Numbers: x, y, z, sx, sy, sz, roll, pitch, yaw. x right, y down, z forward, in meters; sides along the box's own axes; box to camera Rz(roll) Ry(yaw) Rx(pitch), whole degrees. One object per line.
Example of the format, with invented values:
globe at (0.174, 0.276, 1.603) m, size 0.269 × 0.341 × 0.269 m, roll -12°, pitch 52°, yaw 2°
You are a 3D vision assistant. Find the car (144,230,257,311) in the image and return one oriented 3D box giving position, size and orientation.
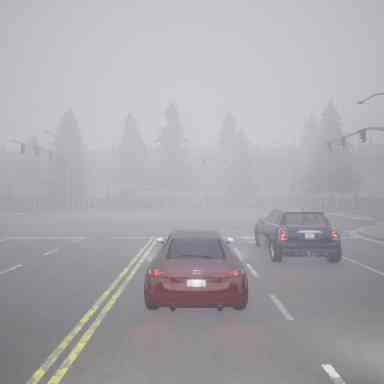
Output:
car at (0.075, 1.564, 7.826) m, size 1.994 × 1.385 × 4.181 m, roll 0°, pitch 0°, yaw 0°

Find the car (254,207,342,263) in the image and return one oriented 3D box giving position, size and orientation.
car at (3.627, 1.352, 12.200) m, size 2.097 × 1.767 × 4.553 m, roll 0°, pitch 0°, yaw 2°
